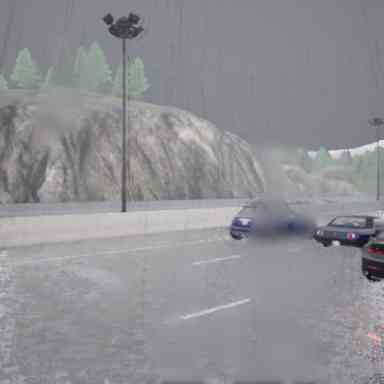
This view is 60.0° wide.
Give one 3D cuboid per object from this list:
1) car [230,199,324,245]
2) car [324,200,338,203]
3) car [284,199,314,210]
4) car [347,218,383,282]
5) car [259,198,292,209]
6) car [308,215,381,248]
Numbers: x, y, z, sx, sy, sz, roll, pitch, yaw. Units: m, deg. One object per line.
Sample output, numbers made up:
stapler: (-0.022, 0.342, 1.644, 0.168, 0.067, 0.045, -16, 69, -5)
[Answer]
car: (3.949, 1.369, 15.804, 4.553, 1.767, 2.097, 0, 0, -39)
car: (17.088, 1.640, 42.224, 4.718, 1.301, 1.895, 0, 0, -44)
car: (14.345, 1.647, 44.440, 4.718, 1.301, 1.895, 0, 0, -44)
car: (6.195, 1.510, 8.611, 4.892, 1.490, 1.837, 0, 0, -38)
car: (11.841, 1.600, 46.889, 5.357, 1.411, 2.033, 0, 0, -44)
car: (7.084, 1.612, 13.804, 4.718, 1.301, 1.895, 0, 0, -39)
